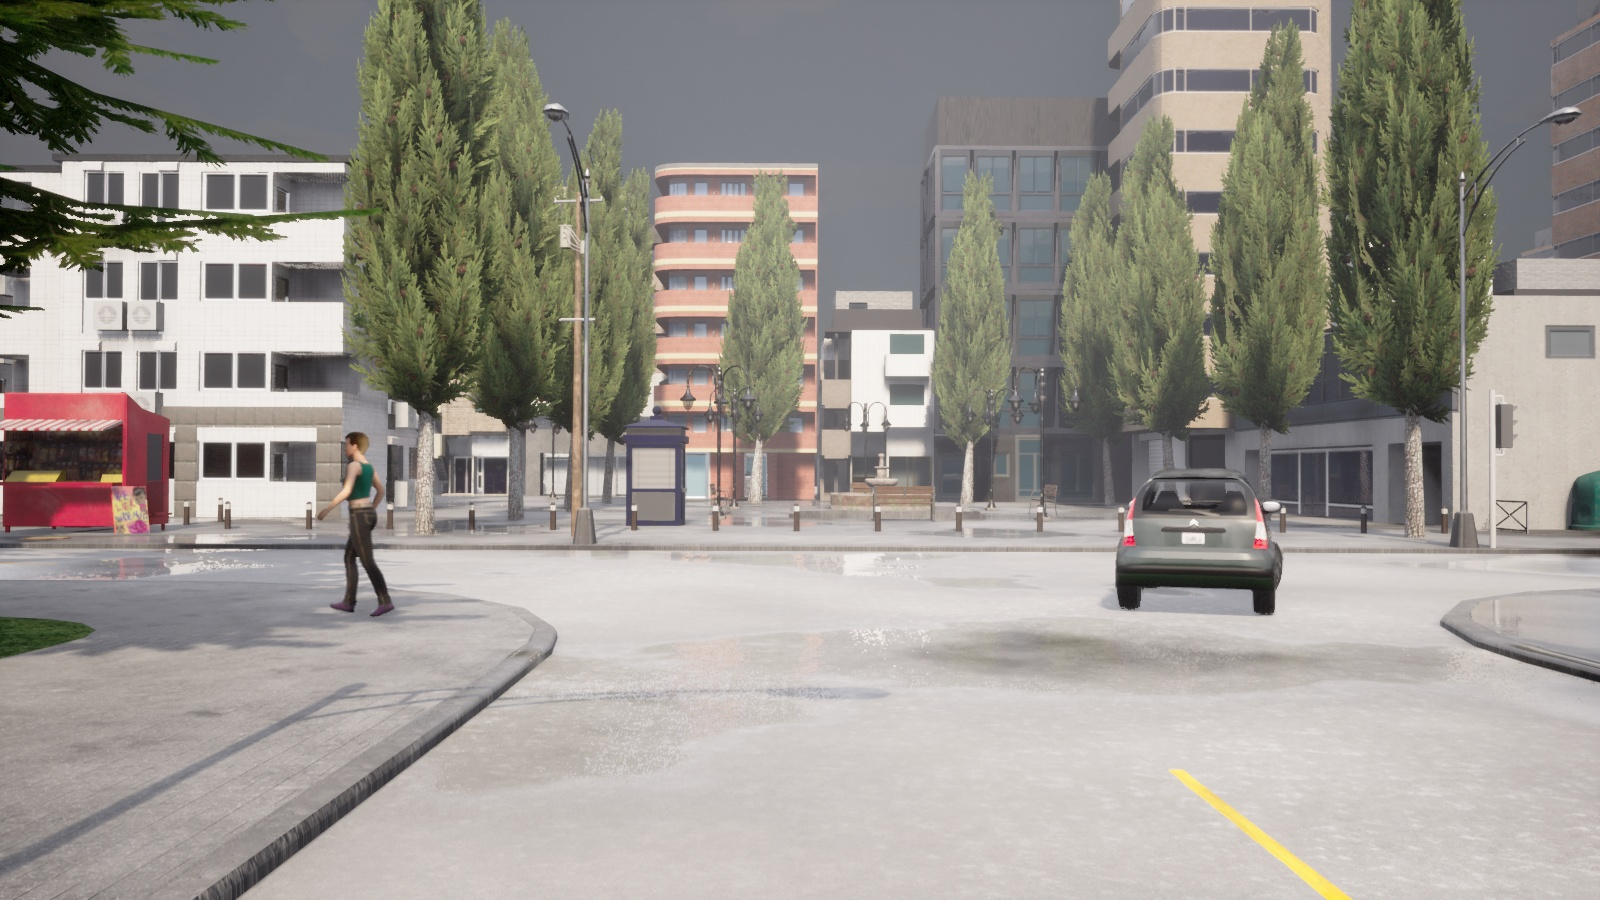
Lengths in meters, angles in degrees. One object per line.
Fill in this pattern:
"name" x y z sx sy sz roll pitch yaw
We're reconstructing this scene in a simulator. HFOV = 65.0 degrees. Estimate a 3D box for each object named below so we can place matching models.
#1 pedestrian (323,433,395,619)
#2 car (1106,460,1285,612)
"pedestrian" -4.403 0.752 12.546 0.594 1.836 0.345 0 -1 3
"car" 4.992 0.954 15.569 1.851 1.617 3.988 -1 -1 21
